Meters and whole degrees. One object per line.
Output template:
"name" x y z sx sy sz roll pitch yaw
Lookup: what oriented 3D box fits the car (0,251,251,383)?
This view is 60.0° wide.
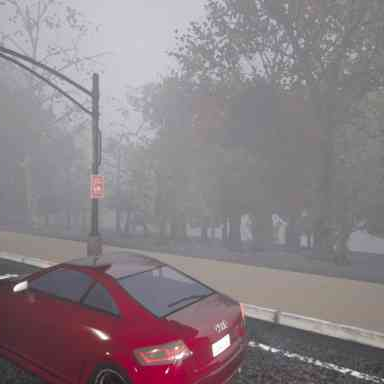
"car" -1.328 1.563 4.629 4.181 1.385 1.994 0 0 35
